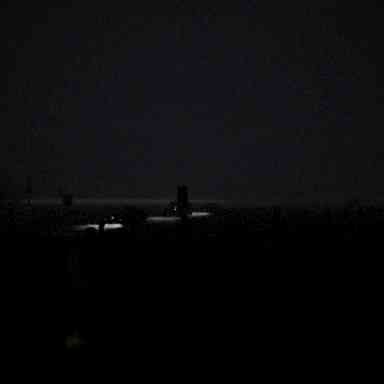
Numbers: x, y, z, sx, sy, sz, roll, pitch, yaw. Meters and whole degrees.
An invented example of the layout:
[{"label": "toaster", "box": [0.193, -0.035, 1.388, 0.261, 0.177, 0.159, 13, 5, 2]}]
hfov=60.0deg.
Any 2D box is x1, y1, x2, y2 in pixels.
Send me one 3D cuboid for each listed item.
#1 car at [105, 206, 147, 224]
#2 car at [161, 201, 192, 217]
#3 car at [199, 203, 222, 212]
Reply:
[{"label": "car", "box": [-5.498, 1.871, 28.086, 1.994, 1.385, 4.181, -1, -1, 22]}, {"label": "car", "box": [-1.673, 1.786, 37.252, 2.097, 1.767, 4.553, -1, -1, 23]}, {"label": "car", "box": [2.669, 2.178, 47.076, 1.895, 1.301, 4.718, -1, -1, 25]}]
